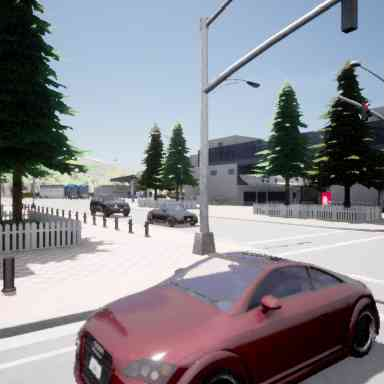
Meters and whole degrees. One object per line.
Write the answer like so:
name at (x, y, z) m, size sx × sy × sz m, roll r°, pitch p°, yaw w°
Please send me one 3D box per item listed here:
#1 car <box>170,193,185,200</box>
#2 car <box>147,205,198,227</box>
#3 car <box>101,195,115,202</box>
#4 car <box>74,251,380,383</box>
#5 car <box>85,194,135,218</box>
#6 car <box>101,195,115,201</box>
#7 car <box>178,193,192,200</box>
car at (-3.884, 1.113, 86.005) m, size 1.932 × 1.855 × 4.605 m, roll 0°, pitch 0°, yaw -37°
car at (-1.416, 1.579, 22.872) m, size 1.994 × 1.385 × 4.181 m, roll 0°, pitch 0°, yaw -37°
car at (-18.893, 1.389, 75.046) m, size 1.845 × 1.501 × 3.633 m, roll 0°, pitch 0°, yaw -37°
car at (0.665, 1.564, 4.462) m, size 4.181 × 1.385 × 1.994 m, roll 0°, pitch 0°, yaw -35°
car at (-7.851, 1.237, 31.390) m, size 2.150 × 2.045 × 5.566 m, roll 0°, pitch 0°, yaw -37°
car at (-20.919, 1.399, 82.782) m, size 1.970 × 1.475 × 3.806 m, roll 0°, pitch 0°, yaw -37°
car at (-1.796, 1.092, 88.067) m, size 1.905 × 1.878 × 3.866 m, roll 0°, pitch 0°, yaw -37°
